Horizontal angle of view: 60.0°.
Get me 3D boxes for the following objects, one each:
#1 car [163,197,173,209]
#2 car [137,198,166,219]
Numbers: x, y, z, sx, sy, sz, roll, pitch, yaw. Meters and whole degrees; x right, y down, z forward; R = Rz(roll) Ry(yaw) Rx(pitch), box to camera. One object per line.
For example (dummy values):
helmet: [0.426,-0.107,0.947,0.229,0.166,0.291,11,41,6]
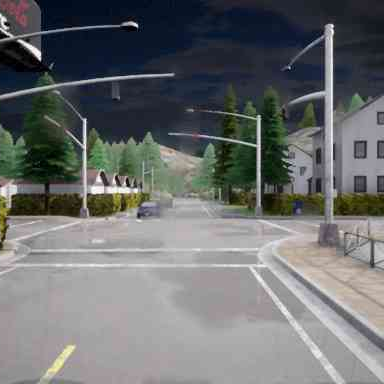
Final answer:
car: [-3.591,1.505,44.899,1.837,1.490,4.892,0,0,0]
car: [-3.600,1.520,28.843,1.812,1.442,4.674,0,0,0]
